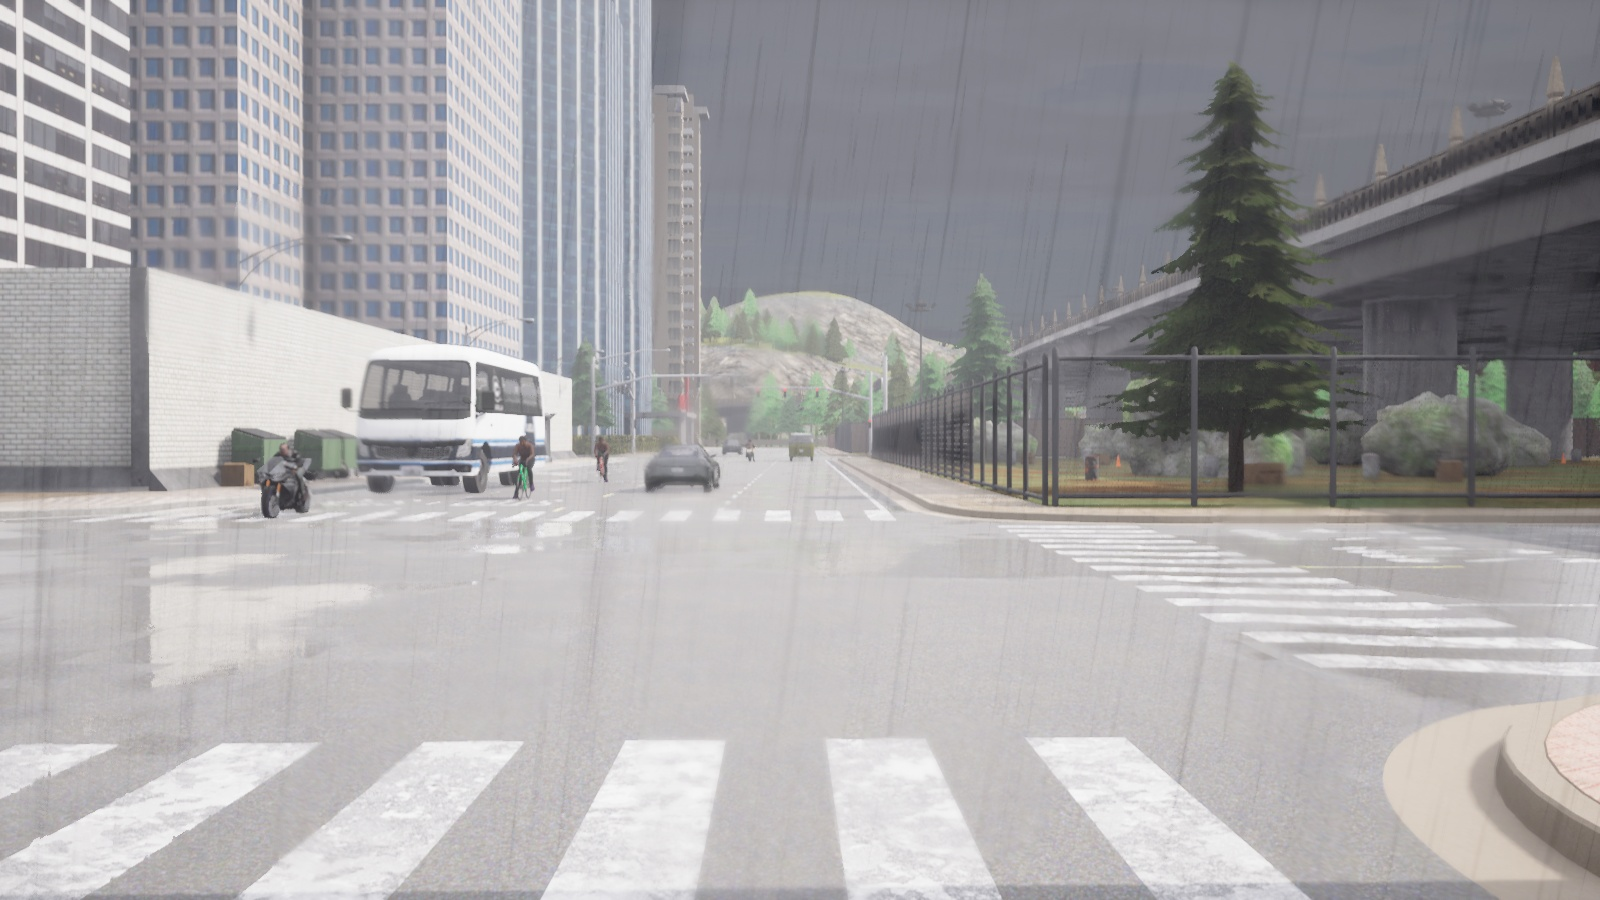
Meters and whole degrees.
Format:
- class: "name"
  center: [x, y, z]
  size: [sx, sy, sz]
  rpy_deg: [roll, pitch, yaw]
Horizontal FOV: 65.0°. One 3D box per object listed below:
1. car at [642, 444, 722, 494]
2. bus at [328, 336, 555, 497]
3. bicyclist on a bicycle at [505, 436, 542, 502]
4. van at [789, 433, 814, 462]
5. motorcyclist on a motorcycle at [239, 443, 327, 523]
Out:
- class: "car"
  center: [-3.444, 0.526, 37.407]
  size: [1.994, 1.385, 4.181]
  rpy_deg: [0, 0, 0]
- class: "bus"
  center: [-10.443, -0.926, 38.199]
  size: [3.944, 4.253, 10.273]
  rpy_deg: [0, 1, 0]
- class: "bicyclist on a bicycle"
  center: [-6.952, 0.456, 31.640]
  size: [0.582, 1.620, 1.656]
  rpy_deg: [0, 1, 0]
- class: "van"
  center: [0.106, -0.169, 89.000]
  size: [1.775, 1.987, 4.442]
  rpy_deg: [0, 0, 0]
- class: "motorcyclist on a motorcycle"
  center: [-10.458, 0.628, 25.493]
  size: [0.866, 1.530, 2.191]
  rpy_deg: [0, 1, 0]
